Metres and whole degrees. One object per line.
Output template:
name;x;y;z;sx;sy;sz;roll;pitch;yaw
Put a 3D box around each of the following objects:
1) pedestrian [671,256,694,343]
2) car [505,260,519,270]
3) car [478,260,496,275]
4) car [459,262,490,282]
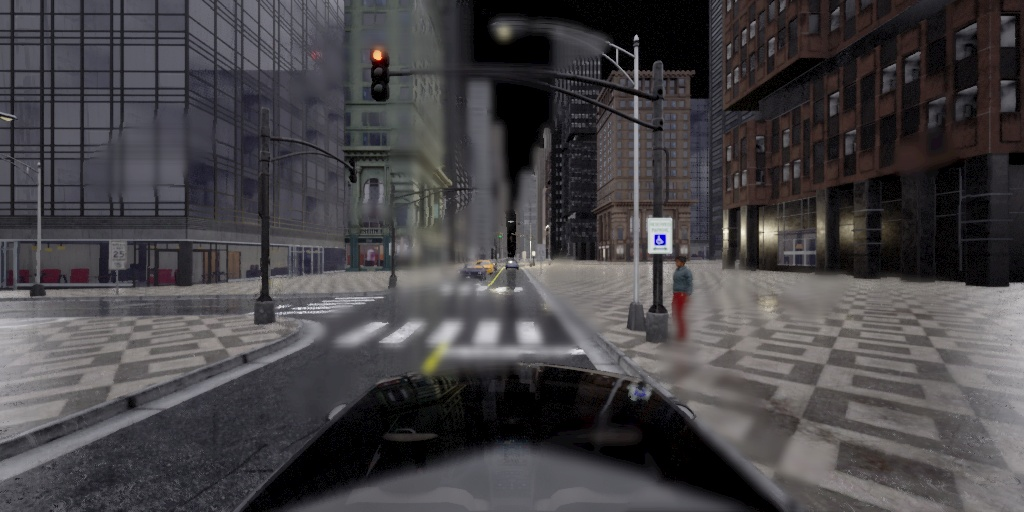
pedestrian;3.593;0.891;7.668;0.375;1.860;0.375;0;0;0
car;0.015;1.325;53.451;1.994;1.385;4.181;0;0;0
car;-3.084;1.231;39.464;1.882;1.535;5.008;0;0;0
car;-3.089;1.351;28.833;1.895;1.301;4.718;0;0;0
